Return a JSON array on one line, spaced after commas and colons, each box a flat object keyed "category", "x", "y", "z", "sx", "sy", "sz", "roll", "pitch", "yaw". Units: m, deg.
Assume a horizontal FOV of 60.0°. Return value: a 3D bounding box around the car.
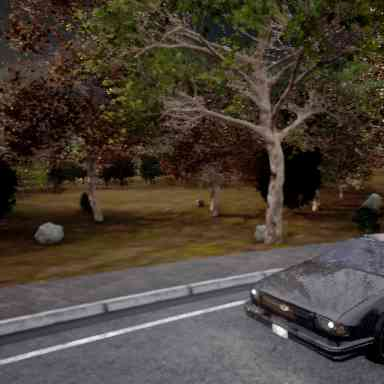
[{"category": "car", "x": 3.520, "y": 1.467, "z": 5.776, "sx": 5.357, "sy": 1.411, "sz": 2.033, "roll": -1, "pitch": 1, "yaw": -29}]
